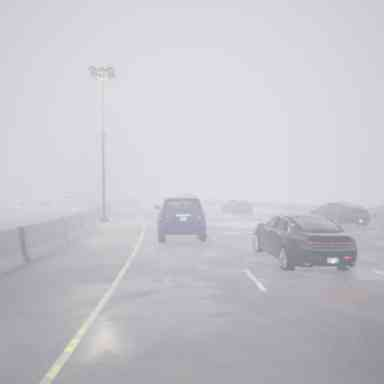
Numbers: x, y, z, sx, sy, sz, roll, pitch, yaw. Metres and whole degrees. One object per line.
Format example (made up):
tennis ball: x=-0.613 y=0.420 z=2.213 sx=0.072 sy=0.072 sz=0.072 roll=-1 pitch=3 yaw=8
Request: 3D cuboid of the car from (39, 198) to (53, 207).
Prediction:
car: x=-24.625 y=1.758 z=56.121 sx=1.882 sy=1.535 sz=5.008 roll=0 pitch=1 yaw=-21

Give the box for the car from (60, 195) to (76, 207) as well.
car: x=-20.657 y=1.474 z=55.486 sx=2.150 sy=2.045 sz=5.566 roll=-1 pitch=0 yaw=-20

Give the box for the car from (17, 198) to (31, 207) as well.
car: x=-29.279 y=1.797 z=58.171 sx=1.882 sy=1.535 sz=5.008 roll=-1 pitch=0 yaw=-22

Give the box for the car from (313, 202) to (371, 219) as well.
car: x=9.347 y=1.398 z=21.441 sx=1.837 sy=1.490 sz=4.892 roll=0 pitch=0 yaw=-7

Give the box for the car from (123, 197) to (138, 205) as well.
car: x=-11.312 y=1.677 z=61.249 sx=2.033 sy=1.411 sz=5.357 roll=-1 pitch=0 yaw=-23

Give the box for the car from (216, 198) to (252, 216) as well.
car: x=4.260 y=1.442 z=32.166 sx=2.128 sy=1.511 sz=4.902 roll=0 pitch=0 yaw=-12

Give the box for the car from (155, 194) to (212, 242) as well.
car: x=-0.640 y=1.230 z=16.684 sx=2.150 sy=2.045 sz=5.566 roll=0 pitch=0 yaw=-6

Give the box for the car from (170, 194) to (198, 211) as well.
car: x=-1.111 y=1.234 z=41.311 sx=2.150 sy=2.045 sz=5.566 roll=0 pitch=0 yaw=-15

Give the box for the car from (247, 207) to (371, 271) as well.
car: x=3.375 y=1.467 z=10.791 sx=1.837 sy=1.490 sz=4.892 roll=1 pitch=0 yaw=-4

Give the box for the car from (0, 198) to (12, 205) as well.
car: x=-35.957 y=1.855 z=64.383 sx=1.994 sy=1.385 sz=4.181 roll=-1 pitch=0 yaw=-26

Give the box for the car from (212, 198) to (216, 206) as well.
car: x=3.317 y=1.562 z=51.707 sx=1.895 sy=1.301 sz=4.718 roll=-1 pitch=0 yaw=-18
